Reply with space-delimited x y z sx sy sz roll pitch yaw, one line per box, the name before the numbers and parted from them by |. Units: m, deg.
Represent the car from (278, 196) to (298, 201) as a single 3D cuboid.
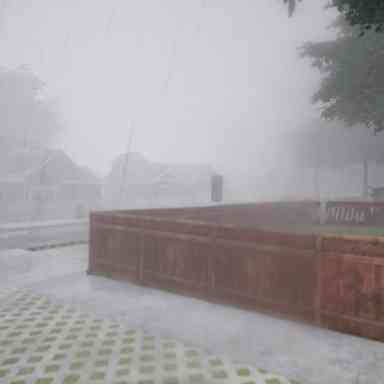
car | 13.648 1.303 47.117 1.837 1.490 4.892 0 0 36
